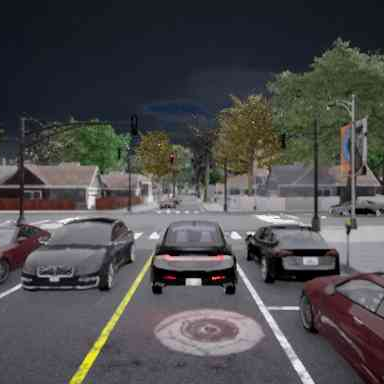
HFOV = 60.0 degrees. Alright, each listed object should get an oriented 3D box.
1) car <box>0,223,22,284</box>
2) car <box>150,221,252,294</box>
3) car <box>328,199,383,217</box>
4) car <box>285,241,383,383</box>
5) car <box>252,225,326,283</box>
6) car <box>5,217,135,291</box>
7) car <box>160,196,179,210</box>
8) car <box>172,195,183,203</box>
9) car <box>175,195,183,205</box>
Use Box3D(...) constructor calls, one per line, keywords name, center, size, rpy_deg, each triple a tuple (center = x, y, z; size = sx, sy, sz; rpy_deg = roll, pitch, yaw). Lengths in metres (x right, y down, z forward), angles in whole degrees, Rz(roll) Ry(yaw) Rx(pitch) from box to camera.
Box3D(name="car", center=(-5.386, 1.586, 9.474), size=(1.802, 1.307, 4.206), rpy_deg=(0, 0, 0))
Box3D(name="car", center=(0.054, 1.496, 8.748), size=(2.128, 1.511, 4.902), rpy_deg=(0, 0, 1))
Box3D(name="car", center=(14.536, 1.408, 29.198), size=(4.902, 1.511, 2.128), rpy_deg=(-1, 0, -2))
Box3D(name="car", center=(2.638, 1.584, 3.955), size=(1.802, 1.307, 4.206), rpy_deg=(0, 0, 0))
Box3D(name="car", center=(2.639, 1.570, 9.474), size=(1.947, 1.339, 4.313), rpy_deg=(0, 0, 0))
Box3D(name="car", center=(-2.748, 1.510, 9.071), size=(1.837, 1.490, 4.892), rpy_deg=(0, 0, 0))
Box3D(name="car", center=(-3.093, 1.603, 43.663), size=(1.994, 1.385, 4.181), rpy_deg=(0, 0, 0))
Box3D(name="car", center=(-3.068, 1.442, 72.349), size=(2.097, 1.767, 4.553), rpy_deg=(0, 0, 0))
Box3D(name="car", center=(-3.113, 1.661, 57.806), size=(1.895, 1.301, 4.718), rpy_deg=(0, 0, 0))
